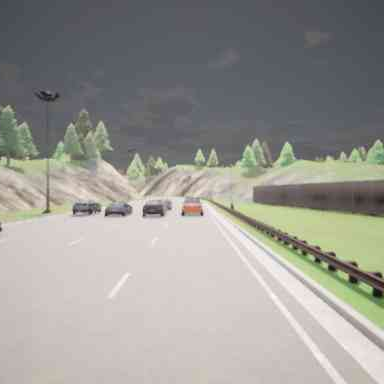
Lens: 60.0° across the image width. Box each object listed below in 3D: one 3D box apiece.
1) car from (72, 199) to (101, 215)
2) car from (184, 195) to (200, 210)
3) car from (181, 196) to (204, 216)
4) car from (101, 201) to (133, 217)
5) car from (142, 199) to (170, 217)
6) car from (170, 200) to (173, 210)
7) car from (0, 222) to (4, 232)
[{"bbox_3d":[-10.444,1.489,33.413,2.128,1.511,4.902,0,0,0],"label":"car"},{"bbox_3d":[0.014,1.345,43.958,2.097,1.767,4.553,0,0,0],"label":"car"},{"bbox_3d":[0.053,1.348,32.727,2.097,1.767,4.553,0,0,0],"label":"car"},{"bbox_3d":[-6.953,1.560,31.892,1.994,1.385,4.181,0,0,1],"label":"car"},{"bbox_3d":[-3.457,1.474,31.430,1.882,1.535,5.008,0,0,1],"label":"car"},{"bbox_3d":[-3.497,1.542,42.501,2.033,1.411,5.357,0,0,0],"label":"car"},{"bbox_3d":[-10.401,1.546,14.272,2.033,1.411,5.357,0,0,0],"label":"car"}]
